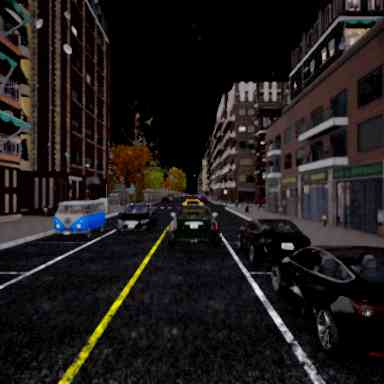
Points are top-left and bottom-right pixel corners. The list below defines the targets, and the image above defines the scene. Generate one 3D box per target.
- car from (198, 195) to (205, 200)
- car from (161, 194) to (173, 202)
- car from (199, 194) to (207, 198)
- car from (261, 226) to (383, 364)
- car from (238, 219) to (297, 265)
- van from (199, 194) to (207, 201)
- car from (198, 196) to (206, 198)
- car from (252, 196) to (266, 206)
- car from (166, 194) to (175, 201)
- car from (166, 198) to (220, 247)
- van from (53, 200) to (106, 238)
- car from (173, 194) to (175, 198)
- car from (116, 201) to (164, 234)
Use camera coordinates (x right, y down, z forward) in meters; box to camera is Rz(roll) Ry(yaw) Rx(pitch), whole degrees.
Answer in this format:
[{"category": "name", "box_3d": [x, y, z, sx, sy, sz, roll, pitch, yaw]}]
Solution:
[{"category": "car", "box_3d": [2.710, 1.530, 94.747, 1.967, 1.590, 4.097, 0, 0, 0]}, {"category": "car", "box_3d": [-5.675, 1.613, 72.227, 1.947, 1.339, 4.313, 0, 0, 0]}, {"category": "car", "box_3d": [2.707, 1.601, 77.856, 1.887, 1.381, 4.507, 0, 0, 0]}, {"category": "car", "box_3d": [2.697, 1.565, 5.853, 1.947, 1.339, 4.313, 0, 0, 0]}, {"category": "car", "box_3d": [2.697, 1.565, 11.516, 1.947, 1.339, 4.313, 0, 0, 0]}, {"category": "van", "box_3d": [2.708, 1.408, 83.487, 1.690, 1.788, 3.998, 0, 0, 0]}, {"category": "car", "box_3d": [0.104, 1.481, 32.184, 1.882, 1.535, 5.008, 0, 0, 0]}, {"category": "car", "box_3d": [13.477, 1.628, 59.902, 5.009, 1.841, 2.192, 1, -1, -1]}, {"category": "car", "box_3d": [-5.672, 1.393, 89.119, 2.192, 1.841, 5.009, 0, 0, 0]}, {"category": "car", "box_3d": [0.098, 1.353, 15.144, 2.097, 1.767, 4.553, 0, 0, 0]}, {"category": "van", "box_3d": [-5.682, 1.340, 17.177, 1.690, 1.788, 3.998, 0, 0, 0]}, {"category": "car", "box_3d": [-5.672, 1.591, 83.319, 1.752, 1.417, 4.829, 0, 0, 0]}, {"category": "car", "box_3d": [-3.095, 1.490, 19.443, 2.128, 1.511, 4.902, 0, 0, 0]}]
